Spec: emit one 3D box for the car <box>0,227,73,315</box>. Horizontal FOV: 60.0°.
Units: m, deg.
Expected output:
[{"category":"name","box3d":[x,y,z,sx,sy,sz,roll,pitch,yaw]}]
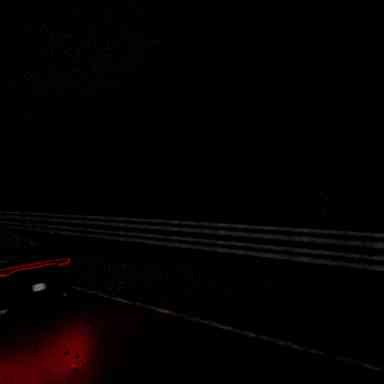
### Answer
[{"category":"car","box3d":[-4.662,1.500,7.198,5.008,1.535,1.882,0,0,35]}]
